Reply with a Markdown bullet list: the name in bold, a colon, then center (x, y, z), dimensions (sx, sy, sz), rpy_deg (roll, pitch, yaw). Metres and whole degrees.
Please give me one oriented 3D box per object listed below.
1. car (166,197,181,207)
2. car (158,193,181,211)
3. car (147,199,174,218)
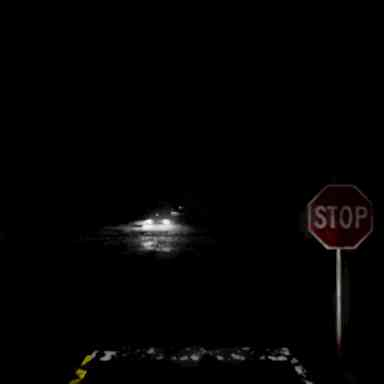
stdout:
- **car**: center (-2.855, 1.518, 52.462), dimensions (1.994, 1.385, 4.181), rpy_deg (0, 0, 1)
- **car**: center (-2.855, 1.188, 41.442), dimensions (2.150, 2.045, 5.566), rpy_deg (0, 0, 3)
- **car**: center (-2.870, 1.579, 29.560), dimensions (1.895, 1.301, 4.718), rpy_deg (0, 0, 0)
